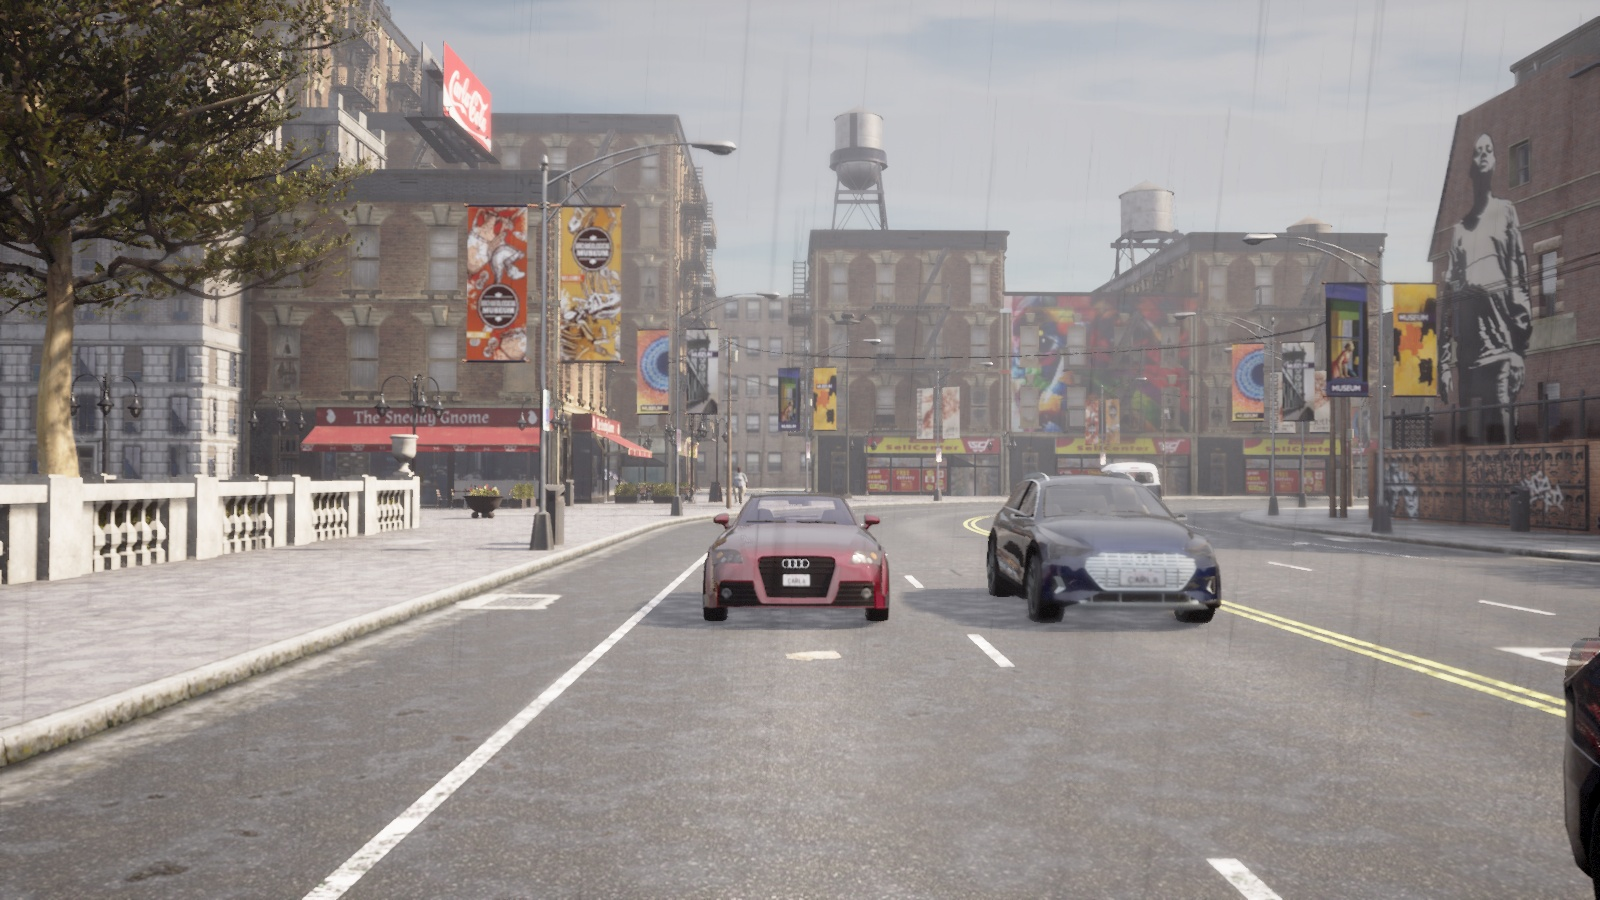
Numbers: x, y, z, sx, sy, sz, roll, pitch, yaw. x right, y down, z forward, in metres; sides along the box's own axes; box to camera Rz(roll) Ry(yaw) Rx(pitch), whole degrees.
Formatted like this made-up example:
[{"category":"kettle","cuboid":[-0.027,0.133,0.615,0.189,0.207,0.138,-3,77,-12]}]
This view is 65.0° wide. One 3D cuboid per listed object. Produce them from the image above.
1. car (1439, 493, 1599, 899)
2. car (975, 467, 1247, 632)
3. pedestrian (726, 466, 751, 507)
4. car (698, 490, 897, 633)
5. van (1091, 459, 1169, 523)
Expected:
[{"category":"car","cuboid":[3.488,0.854,2.298,2.163,1.488,4.792,0,-1,0]},{"category":"car","cuboid":[3.464,1.047,15.042,2.033,1.649,4.856,0,-1,0]},{"category":"pedestrian","cuboid":[-2.803,1.671,57.496,0.874,1.855,0.900,-1,-1,16]},{"category":"car","cuboid":[-0.034,1.188,14.751,1.994,1.385,4.181,0,-1,0]},{"category":"van","cuboid":[11.149,1.377,42.660,2.069,2.038,4.480,-1,-1,9]}]
